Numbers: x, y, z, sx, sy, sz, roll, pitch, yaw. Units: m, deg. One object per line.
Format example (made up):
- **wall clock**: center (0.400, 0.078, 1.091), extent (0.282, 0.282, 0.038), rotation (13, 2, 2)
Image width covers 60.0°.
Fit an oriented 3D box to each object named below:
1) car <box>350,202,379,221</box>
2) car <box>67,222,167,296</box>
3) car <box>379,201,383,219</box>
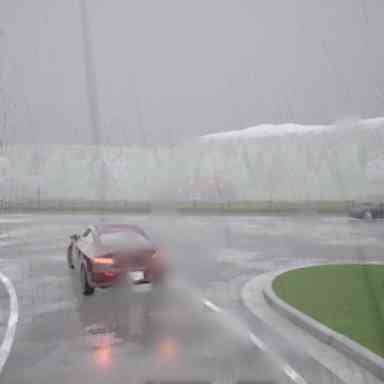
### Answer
- **car**: center (14.518, 1.401, 24.904), extent (4.892, 1.490, 1.837), rotation (0, 0, 11)
- **car**: center (-2.102, 1.519, 8.760), extent (1.812, 1.442, 4.674), rotation (0, 0, -25)
- **car**: center (13.317, 1.405, 18.005), extent (4.902, 1.511, 2.128), rotation (0, 0, 11)
